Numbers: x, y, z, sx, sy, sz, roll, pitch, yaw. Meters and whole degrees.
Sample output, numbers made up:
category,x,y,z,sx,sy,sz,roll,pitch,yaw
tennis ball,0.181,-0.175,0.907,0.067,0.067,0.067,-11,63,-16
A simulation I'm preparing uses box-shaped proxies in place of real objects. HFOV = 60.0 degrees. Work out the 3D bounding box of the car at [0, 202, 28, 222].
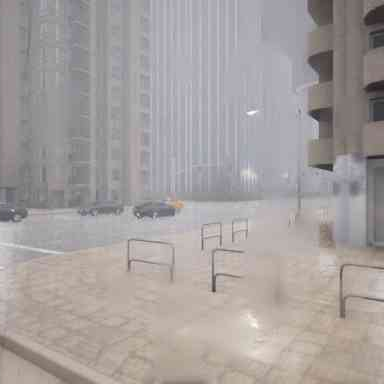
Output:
category,x,y,z,sx,sy,sz,roll,pitch,yaw
car,-14.803,1.560,24.622,1.837,1.490,4.892,0,0,36

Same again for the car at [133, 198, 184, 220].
category,x,y,z,sx,sy,sz,roll,pitch,yaw
car,-3.003,1.560,29.023,1.837,1.490,4.892,0,0,35

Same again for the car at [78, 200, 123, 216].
category,x,y,z,sx,sy,sz,roll,pitch,yaw
car,-8.994,1.560,32.993,1.837,1.490,4.892,0,0,35

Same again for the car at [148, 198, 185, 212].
category,x,y,z,sx,sy,sz,roll,pitch,yaw
car,-3.067,1.533,41.520,1.882,1.535,5.008,0,0,35
